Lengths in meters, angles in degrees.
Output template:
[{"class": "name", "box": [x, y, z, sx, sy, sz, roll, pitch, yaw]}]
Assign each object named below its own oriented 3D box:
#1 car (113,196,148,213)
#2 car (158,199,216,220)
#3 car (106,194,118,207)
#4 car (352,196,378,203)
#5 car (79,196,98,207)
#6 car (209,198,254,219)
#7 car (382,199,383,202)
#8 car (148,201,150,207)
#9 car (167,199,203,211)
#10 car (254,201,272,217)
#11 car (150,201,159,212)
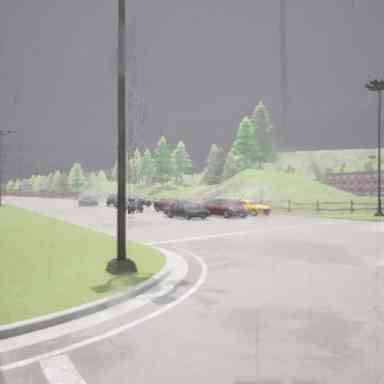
[{"class": "car", "box": [-7.305, 1.587, 39.130, 1.812, 1.442, 4.674, 0, 0, -34]}, {"class": "car", "box": [-0.555, 1.588, 29.006, 2.033, 1.411, 5.357, 0, 0, -34]}, {"class": "car", "box": [-11.640, 1.307, 52.003, 2.150, 2.045, 5.566, 0, 0, -33]}, {"class": "car", "box": [36.374, 1.592, 70.227, 2.033, 1.411, 5.357, 0, 0, -19]}, {"class": "car", "box": [-16.531, 1.442, 53.088, 2.097, 1.767, 4.553, 0, 0, -33]}, {"class": "car", "box": [2.975, 1.390, 30.027, 2.097, 1.767, 4.553, 0, 0, -34]}, {"class": "car", "box": [40.790, 1.514, 67.235, 1.812, 1.442, 4.674, 0, 0, -15]}, {"class": "car", "box": [-8.322, 1.682, 53.327, 1.895, 1.301, 4.718, 0, 0, -33]}, {"class": "car", "box": [-0.957, 1.606, 42.227, 2.033, 1.411, 5.357, 0, 0, -34]}, {"class": "car", "box": [5.546, 1.516, 32.482, 1.882, 1.535, 5.008, 0, 0, -34]}, {"class": "car", "box": [-2.570, 1.533, 38.335, 1.882, 1.535, 5.008, 0, 0, -34]}]
